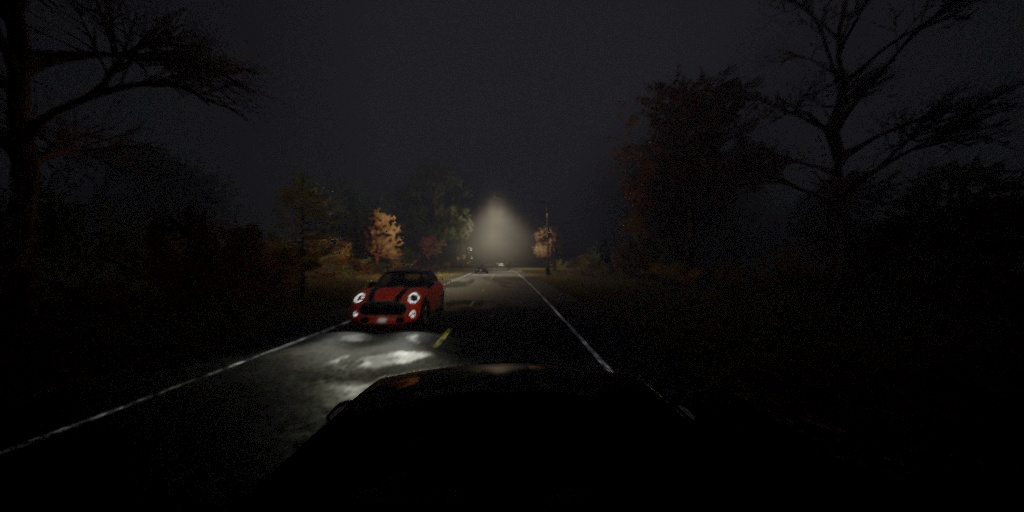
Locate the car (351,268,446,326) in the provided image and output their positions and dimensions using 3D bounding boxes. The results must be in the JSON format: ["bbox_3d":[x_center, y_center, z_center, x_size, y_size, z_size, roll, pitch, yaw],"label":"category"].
[{"bbox_3d":[-3.646,1.230,12.260,2.097,1.767,4.553,0,-1,0],"label":"car"}]

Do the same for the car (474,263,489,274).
[{"bbox_3d":[-4.524,1.871,53.322,1.837,1.490,4.892,0,-1,-2],"label":"car"}]
